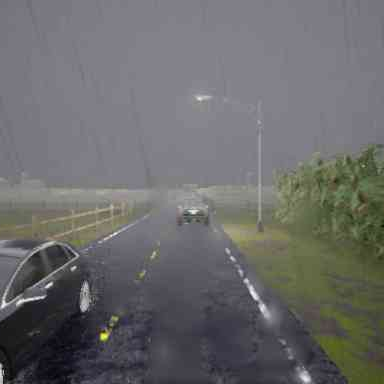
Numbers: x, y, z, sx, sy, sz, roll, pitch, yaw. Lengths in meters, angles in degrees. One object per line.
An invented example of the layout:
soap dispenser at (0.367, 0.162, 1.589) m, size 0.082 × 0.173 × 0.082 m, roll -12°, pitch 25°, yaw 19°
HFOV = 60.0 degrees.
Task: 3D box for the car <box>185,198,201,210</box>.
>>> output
car at (0.104, 1.550, 42.857) m, size 1.994 × 1.385 × 4.181 m, roll 0°, pitch 0°, yaw 0°

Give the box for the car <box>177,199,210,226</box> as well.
car at (0.097, 1.349, 23.345) m, size 2.097 × 1.767 × 4.553 m, roll 0°, pitch 0°, yaw 0°

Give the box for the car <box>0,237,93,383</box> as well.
car at (-2.846, 1.505, 4.655) m, size 1.837 × 1.490 × 4.892 m, roll 0°, pitch 0°, yaw 0°
